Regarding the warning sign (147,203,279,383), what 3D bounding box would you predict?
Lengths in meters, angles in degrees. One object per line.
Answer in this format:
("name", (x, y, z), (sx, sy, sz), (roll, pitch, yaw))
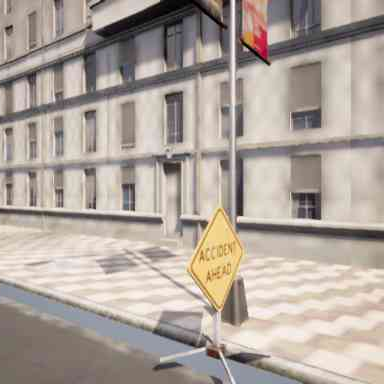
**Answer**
("warning sign", (0.300, 1.088, 4.024), (1.060, 1.860, 1.300), (0, 0, 35))
